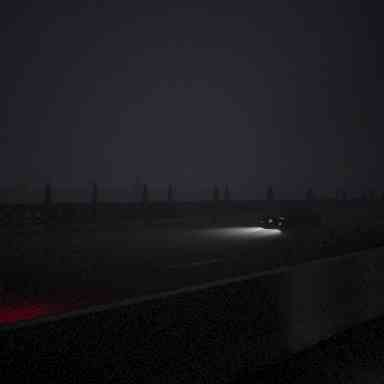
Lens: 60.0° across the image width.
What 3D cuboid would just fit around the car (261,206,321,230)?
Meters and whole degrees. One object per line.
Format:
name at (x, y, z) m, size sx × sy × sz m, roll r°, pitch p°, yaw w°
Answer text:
car at (6.422, 1.575, 21.466) m, size 4.181 × 1.385 × 1.994 m, roll 0°, pitch 0°, yaw -35°
